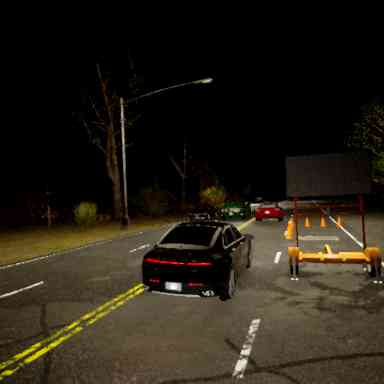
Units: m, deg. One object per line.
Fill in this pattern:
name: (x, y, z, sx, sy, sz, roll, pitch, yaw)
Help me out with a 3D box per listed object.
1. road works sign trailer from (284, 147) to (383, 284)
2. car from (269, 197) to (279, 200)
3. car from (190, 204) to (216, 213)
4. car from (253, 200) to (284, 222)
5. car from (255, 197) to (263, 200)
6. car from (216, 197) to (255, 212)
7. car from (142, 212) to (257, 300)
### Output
road works sign trailer: (4.077, 0.541, 9.982, 2.380, 3.560, 2.880, -3, -1, 18)
car: (17.410, 1.718, 70.768, 1.812, 1.442, 4.674, -3, -1, 19)
car: (1.176, 1.983, 32.705, 1.837, 1.490, 4.892, -3, -1, 18)
car: (6.227, 1.643, 26.563, 1.994, 1.385, 4.181, -3, -5, 18)
car: (14.337, 1.862, 71.814, 2.128, 1.511, 4.902, -3, -1, 19)
car: (4.263, 1.555, 31.742, 2.150, 2.045, 5.566, -3, -1, 18)
car: (0.386, 1.508, 8.564, 1.837, 1.490, 4.892, 0, 0, 18)
